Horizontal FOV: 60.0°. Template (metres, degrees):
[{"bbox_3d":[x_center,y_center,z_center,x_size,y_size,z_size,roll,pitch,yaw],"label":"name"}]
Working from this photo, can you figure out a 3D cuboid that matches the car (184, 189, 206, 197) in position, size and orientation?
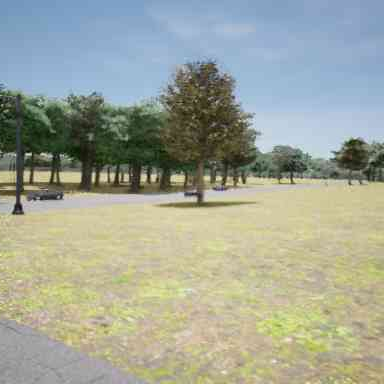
[{"bbox_3d":[0.582,0.162,60.888,1.895,1.301,4.718,4,4,34],"label":"car"}]

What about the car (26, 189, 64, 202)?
[{"bbox_3d":[-19.665,0.468,44.543,1.837,1.490,4.892,4,5,35],"label":"car"}]

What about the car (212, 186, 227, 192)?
[{"bbox_3d":[6.749,-0.844,81.386,1.895,1.301,4.718,4,4,35],"label":"car"}]
